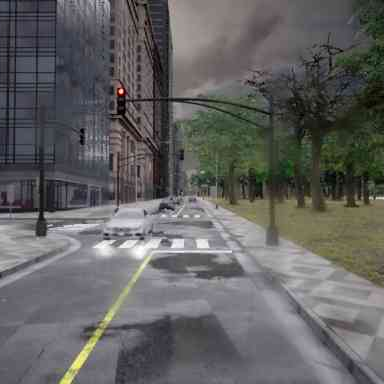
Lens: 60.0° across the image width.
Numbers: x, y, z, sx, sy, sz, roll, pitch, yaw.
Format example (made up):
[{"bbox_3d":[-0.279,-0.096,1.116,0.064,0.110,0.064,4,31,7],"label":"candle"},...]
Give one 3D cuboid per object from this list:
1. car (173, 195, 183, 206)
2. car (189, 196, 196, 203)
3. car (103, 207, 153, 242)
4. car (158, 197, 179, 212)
[{"bbox_3d":[-2.984,1.658,57.674,1.837,1.490,4.892,0,-1,0],"label":"car"},{"bbox_3d":[0.134,1.773,79.451,2.128,1.511,4.902,0,0,0],"label":"car"},{"bbox_3d":[-3.057,1.509,16.734,1.812,1.442,4.674,0,1,0],"label":"car"},{"bbox_3d":[-3.030,1.632,41.103,2.033,1.411,5.357,0,0,0],"label":"car"}]
